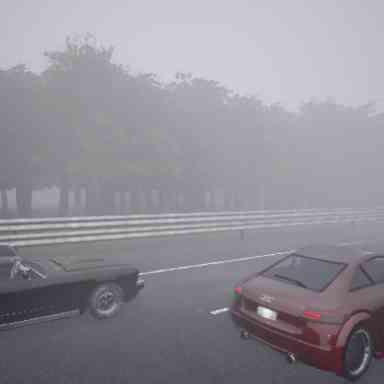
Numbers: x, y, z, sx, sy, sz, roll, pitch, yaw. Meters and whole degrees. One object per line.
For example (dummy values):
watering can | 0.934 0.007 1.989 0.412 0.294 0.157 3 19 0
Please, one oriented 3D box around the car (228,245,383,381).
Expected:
car | 2.637 1.613 5.589 4.181 1.385 1.994 1 0 -35

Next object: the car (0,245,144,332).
car | -3.266 1.607 5.731 4.718 1.301 1.895 1 0 -35
